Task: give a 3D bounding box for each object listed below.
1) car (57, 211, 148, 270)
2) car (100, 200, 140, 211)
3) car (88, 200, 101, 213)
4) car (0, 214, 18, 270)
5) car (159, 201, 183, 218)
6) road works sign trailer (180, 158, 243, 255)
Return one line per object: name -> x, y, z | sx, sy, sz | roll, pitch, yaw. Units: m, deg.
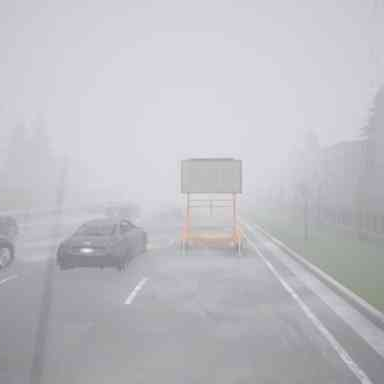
car -> -2.745, 1.559, 11.026 | 1.994, 1.385, 4.181 | 0, 0, 3
car -> -5.465, 1.464, 26.797 | 1.882, 1.535, 5.008 | 0, 0, 3
car -> -8.685, 1.509, 32.716 | 1.812, 1.442, 4.674 | 0, 0, 3
car -> -6.388, 1.499, 8.215 | 1.837, 1.490, 4.892 | 0, 0, 3
car -> -1.814, 1.511, 29.814 | 1.812, 1.442, 4.674 | 0, 0, 3
road works sign trailer -> 0.773, 0.458, 13.289 | 2.380, 3.560, 2.880 | 0, 0, 3
